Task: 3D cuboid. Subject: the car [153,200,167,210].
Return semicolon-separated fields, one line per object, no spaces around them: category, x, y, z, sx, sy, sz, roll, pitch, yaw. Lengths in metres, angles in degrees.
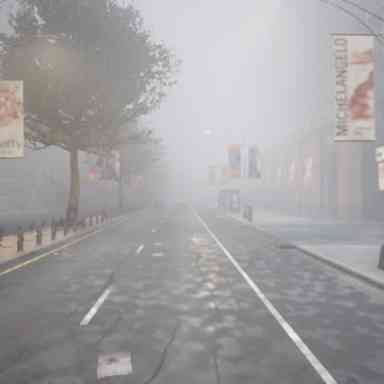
car;-5.200;2.055;53.524;1.837;1.490;4.892;0;-1;-2

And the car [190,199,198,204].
car;0.409;2.395;83.918;1.895;1.301;4.718;0;-1;-2

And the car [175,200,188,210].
car;-1.668;1.994;52.655;1.882;1.535;5.008;0;-1;-2
